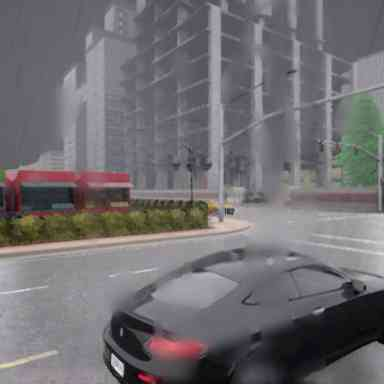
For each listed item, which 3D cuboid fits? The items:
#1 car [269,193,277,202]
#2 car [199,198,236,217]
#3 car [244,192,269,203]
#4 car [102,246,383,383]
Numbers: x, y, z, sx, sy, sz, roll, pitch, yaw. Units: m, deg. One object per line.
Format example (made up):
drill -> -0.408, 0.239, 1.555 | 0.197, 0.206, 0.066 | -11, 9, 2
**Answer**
car -> 13.225, 0.899, 59.394 | 1.905, 1.878, 3.866 | 0, 0, -36
car -> 1.815, 1.333, 29.831 | 1.882, 1.535, 5.008 | 0, 0, -36
car -> 10.837, 0.913, 57.677 | 1.905, 1.878, 3.866 | 0, 0, -36
car -> 1.146, 1.509, 4.604 | 4.674, 1.442, 1.812 | 0, 0, -35
